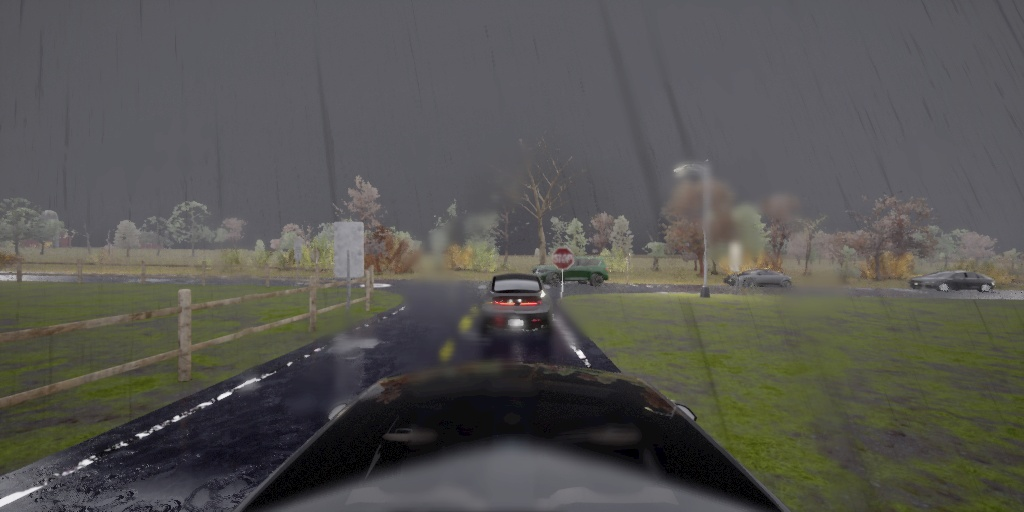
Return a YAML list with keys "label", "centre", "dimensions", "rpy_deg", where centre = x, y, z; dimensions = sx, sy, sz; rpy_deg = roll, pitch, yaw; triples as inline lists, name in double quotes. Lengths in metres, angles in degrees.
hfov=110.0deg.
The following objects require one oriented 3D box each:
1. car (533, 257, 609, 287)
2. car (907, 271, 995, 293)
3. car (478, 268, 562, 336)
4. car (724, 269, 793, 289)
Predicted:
- label: "car"
  centre: [3.958, 1.042, 24.682]
  dimensions: [5.566, 2.045, 2.150]
  rpy_deg: [1, 0, -20]
- label: "car"
  centre: [31.707, 1.818, 25.955]
  dimensions: [4.892, 1.490, 1.837]
  rpy_deg: [1, 1, 0]
- label: "car"
  centre: [0.091, 1.252, 10.377]
  dimensions: [1.837, 1.490, 4.892]
  rpy_deg: [0, 0, -1]
- label: "car"
  centre: [17.822, 1.631, 26.030]
  dimensions: [4.181, 1.385, 1.994]
  rpy_deg: [1, 1, 0]
